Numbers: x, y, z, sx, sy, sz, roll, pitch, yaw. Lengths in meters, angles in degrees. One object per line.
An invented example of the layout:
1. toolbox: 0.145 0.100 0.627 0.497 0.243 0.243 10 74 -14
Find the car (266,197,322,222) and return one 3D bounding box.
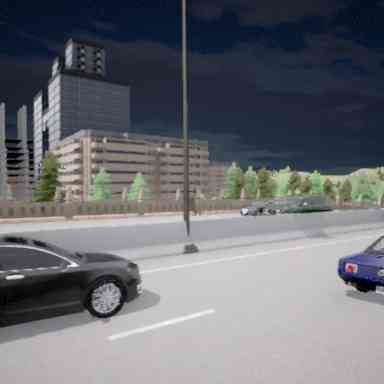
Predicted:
1. car: 8.365 1.360 27.165 4.553 1.767 2.097 0 0 -35

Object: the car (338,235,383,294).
1. car: 5.481 1.602 7.661 4.718 1.301 1.895 0 0 -36

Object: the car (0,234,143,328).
1. car: -3.232 1.509 5.764 4.892 1.490 1.837 0 0 -35

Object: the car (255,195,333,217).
1. car: 7.049 1.228 21.927 5.566 2.045 2.150 0 0 -36

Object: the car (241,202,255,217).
1. car: 6.538 1.501 30.160 4.902 1.511 2.128 0 0 -35
